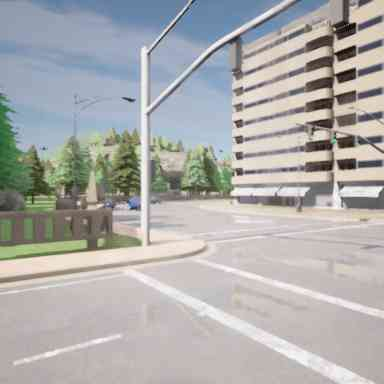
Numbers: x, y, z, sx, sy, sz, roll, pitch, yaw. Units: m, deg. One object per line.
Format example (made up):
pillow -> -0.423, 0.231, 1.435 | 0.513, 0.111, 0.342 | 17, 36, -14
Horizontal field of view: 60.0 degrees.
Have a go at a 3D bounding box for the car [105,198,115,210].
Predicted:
car -> -10.646, 1.452, 41.594 | 2.128, 1.511, 4.902 | 0, 0, -11

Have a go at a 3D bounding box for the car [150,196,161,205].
car -> -7.016, 1.507, 60.337 | 1.812, 1.442, 4.674 | 0, 0, 14

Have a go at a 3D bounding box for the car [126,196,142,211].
car -> -6.587, 1.441, 39.567 | 1.882, 1.535, 5.008 | 0, 0, -14

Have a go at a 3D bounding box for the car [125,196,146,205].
car -> -10.374, 1.472, 61.353 | 1.882, 1.535, 5.008 | 0, 0, 14
